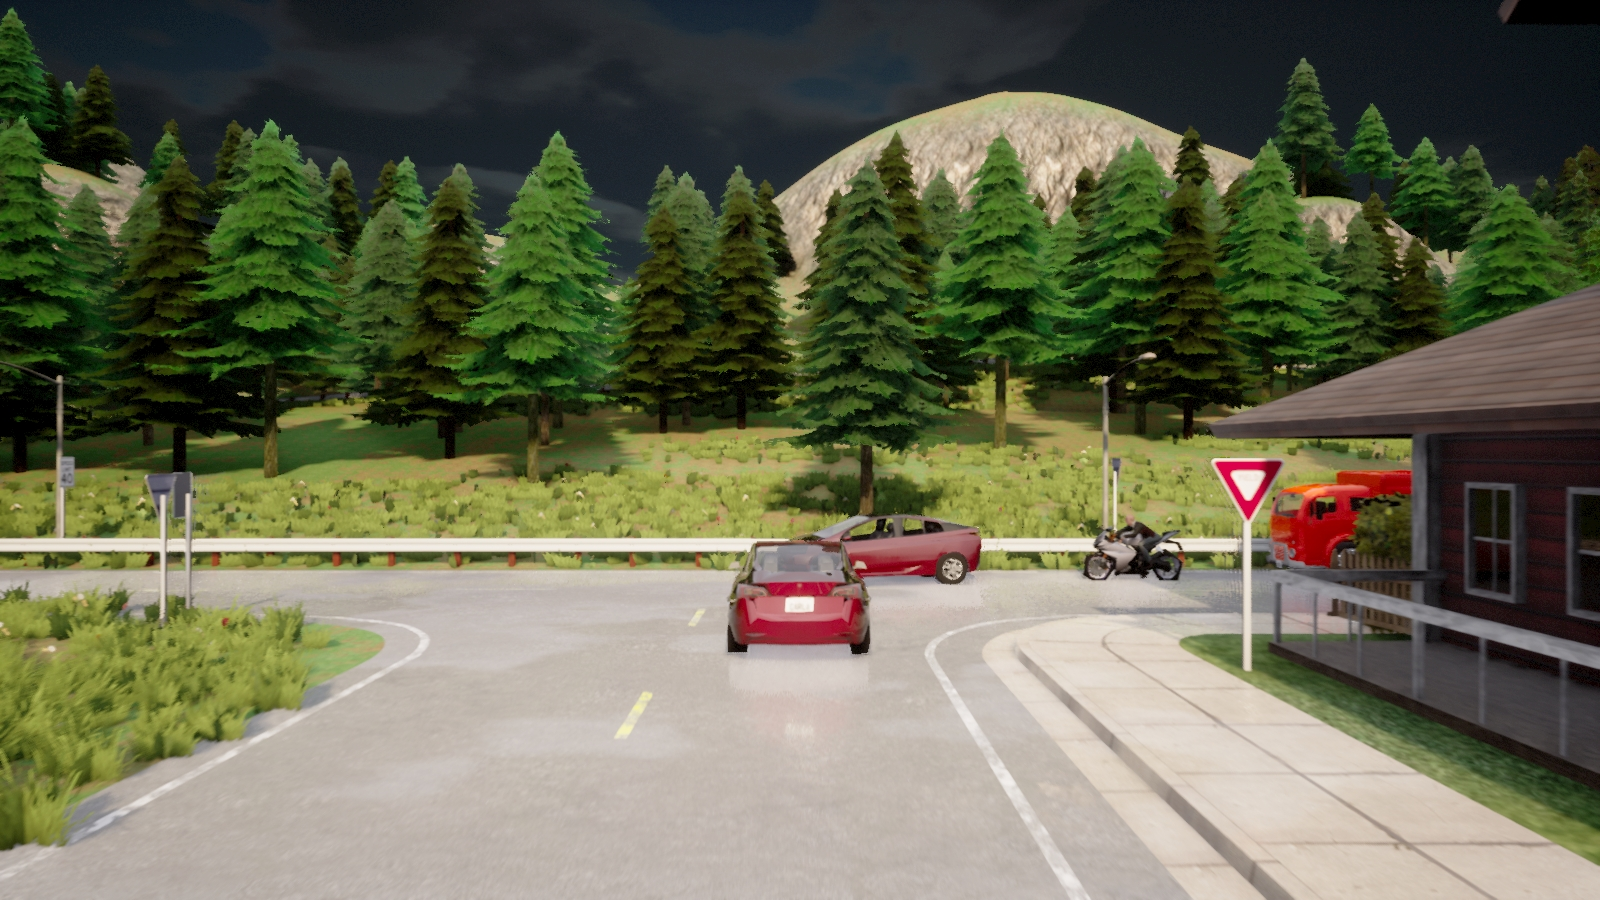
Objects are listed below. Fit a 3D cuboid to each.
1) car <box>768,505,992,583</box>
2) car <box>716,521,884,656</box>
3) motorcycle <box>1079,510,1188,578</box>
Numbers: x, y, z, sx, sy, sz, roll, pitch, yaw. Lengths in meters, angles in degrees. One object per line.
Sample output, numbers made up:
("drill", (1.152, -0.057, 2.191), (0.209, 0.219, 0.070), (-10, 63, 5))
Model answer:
("car", (1.706, 2.013, 25.075), (4.514, 1.525, 2.007), (0, -1, -13))
("car", (-0.029, 1.935, 17.158), (2.163, 1.488, 4.792), (0, 0, -1))
("motorcycle", (7.500, 2.101, 25.776), (2.209, 1.460, 0.867), (0, 0, 0))
